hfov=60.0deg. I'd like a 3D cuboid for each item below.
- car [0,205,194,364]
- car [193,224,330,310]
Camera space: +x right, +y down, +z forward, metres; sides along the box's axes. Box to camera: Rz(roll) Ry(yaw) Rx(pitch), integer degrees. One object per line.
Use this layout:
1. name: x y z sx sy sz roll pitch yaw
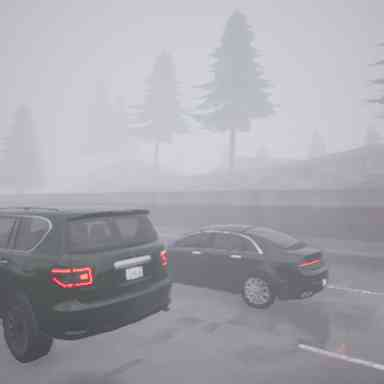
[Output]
1. car: -2.873 1.278 6.236 5.566 2.045 2.150 -2 -1 39
2. car: 0.669 1.548 7.989 4.892 1.490 1.837 -1 0 37
